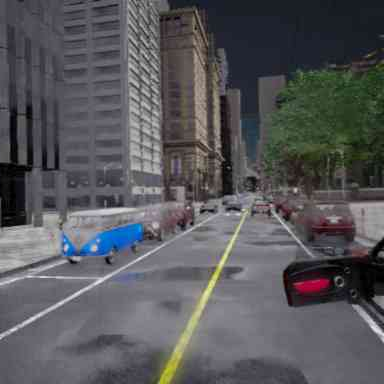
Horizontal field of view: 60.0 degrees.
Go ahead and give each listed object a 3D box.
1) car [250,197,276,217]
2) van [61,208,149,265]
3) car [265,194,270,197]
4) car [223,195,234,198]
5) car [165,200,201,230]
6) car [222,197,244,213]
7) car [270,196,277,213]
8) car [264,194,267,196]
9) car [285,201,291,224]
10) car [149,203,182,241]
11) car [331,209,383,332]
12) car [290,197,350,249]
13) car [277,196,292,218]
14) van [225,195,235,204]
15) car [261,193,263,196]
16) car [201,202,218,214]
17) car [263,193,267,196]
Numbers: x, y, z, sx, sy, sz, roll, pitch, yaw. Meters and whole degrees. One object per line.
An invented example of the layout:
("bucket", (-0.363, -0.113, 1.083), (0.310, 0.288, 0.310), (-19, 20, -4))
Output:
("car", (6.702, 1.576, 32.529), (2.128, 1.511, 4.902), (-2, 0, 11))
("van", (-3.131, 1.514, 12.190), (1.690, 1.788, 3.998), (-2, 0, 11))
("car", (15.387, 1.636, 63.607), (1.947, 1.339, 4.313), (-1, 0, 11))
("car", (7.014, 1.605, 65.228), (2.192, 1.841, 5.009), (-1, 0, 11))
("car", (-1.069, 1.521, 22.970), (2.192, 1.841, 5.009), (-2, 0, 11))
("car", (5.189, 1.730, 41.039), (2.033, 1.411, 5.357), (-2, 0, 11))
("car", (10.392, 1.343, 37.523), (2.192, 1.841, 5.009), (-1, 0, 11))
("car", (16.405, 1.659, 68.930), (1.802, 1.307, 4.206), (-1, 0, 11))
("car", (7.336, 1.511, 21.521), (1.752, 1.417, 4.829), (-1, 0, 11))
("car", (-2.097, 1.629, 17.579), (1.967, 1.590, 4.097), (-2, 0, 11))
("car", (3.799, 1.298, 5.041), (2.097, 1.767, 4.553), (-2, 0, 11))
("car", (6.268, 1.284, 15.966), (2.192, 1.841, 5.009), (-2, 0, 11))
("car", (8.330, 1.316, 26.744), (2.192, 1.841, 5.009), (-1, 0, 11))
("van", (8.033, 1.638, 70.551), (1.690, 1.788, 3.998), (-1, 0, 11))
("car", (20.477, 1.638, 90.226), (1.887, 1.381, 4.507), (-1, 0, 11))
("car", (2.030, 1.814, 39.139), (1.947, 1.339, 4.313), (-1, 0, 11))
("car", (17.420, 1.522, 74.255), (1.967, 1.590, 4.097), (-1, 0, 11))
